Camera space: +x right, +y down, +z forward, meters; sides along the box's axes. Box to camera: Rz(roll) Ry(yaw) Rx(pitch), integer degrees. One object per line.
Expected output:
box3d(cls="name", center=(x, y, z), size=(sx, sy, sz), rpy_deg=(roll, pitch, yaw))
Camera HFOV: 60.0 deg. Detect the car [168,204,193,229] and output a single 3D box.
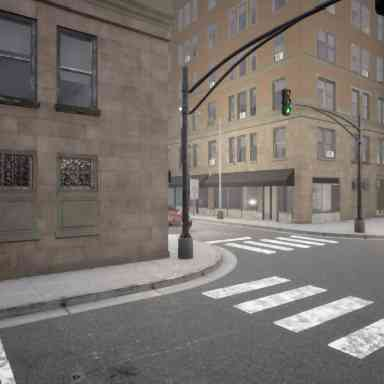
box3d(cls="car", center=(-1.868, 1.427, 19.848), size=(1.812, 1.442, 4.674), rpy_deg=(0, 0, -36))
